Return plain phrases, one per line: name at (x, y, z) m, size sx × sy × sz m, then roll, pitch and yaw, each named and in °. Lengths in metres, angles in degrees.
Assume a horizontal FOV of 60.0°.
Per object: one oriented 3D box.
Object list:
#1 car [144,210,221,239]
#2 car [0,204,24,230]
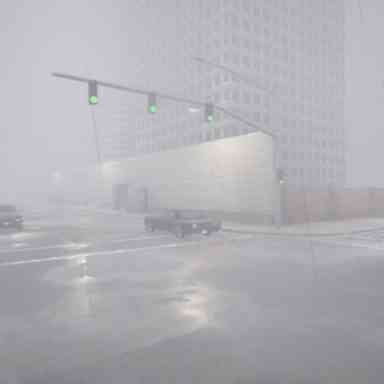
car at (-0.685, 1.552, 17.157) m, size 1.895 × 1.301 × 4.718 m, roll 0°, pitch 0°, yaw -35°
car at (-11.500, 1.488, 20.116) m, size 1.837 × 1.490 × 4.892 m, roll 0°, pitch 0°, yaw -35°
